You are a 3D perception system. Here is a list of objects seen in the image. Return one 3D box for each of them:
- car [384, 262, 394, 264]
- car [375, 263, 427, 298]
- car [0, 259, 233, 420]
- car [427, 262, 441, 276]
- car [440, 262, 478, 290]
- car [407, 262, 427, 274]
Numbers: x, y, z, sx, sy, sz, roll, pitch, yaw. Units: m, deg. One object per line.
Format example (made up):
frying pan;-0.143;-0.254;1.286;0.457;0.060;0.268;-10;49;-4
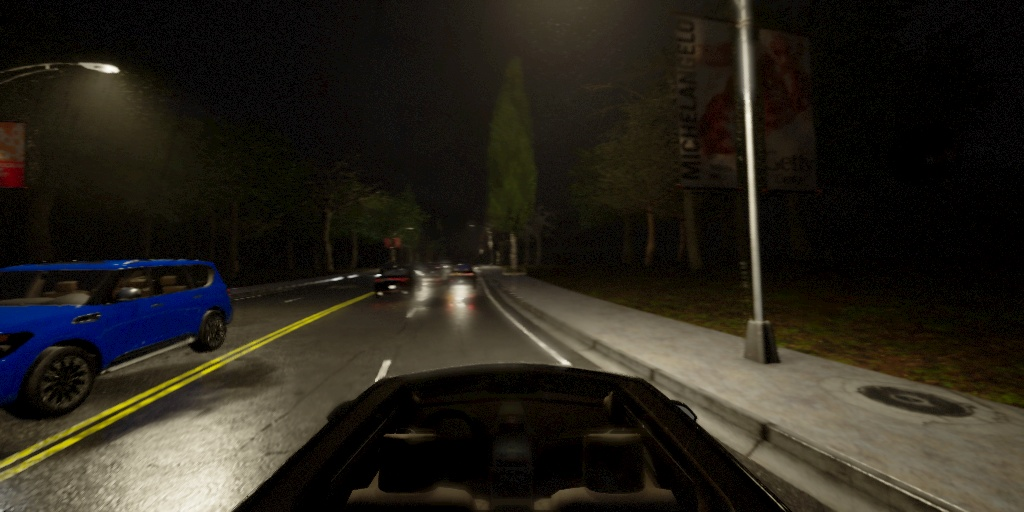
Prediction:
car;-15.878;1.587;46.751;1.837;1.490;4.892;-1;-1;-6
car;-5.991;1.326;19.412;1.882;1.535;5.008;-1;0;-8
car;-7.250;1.084;6.175;2.150;2.045;5.566;-1;0;-12
car;-8.198;1.405;38.162;2.128;1.511;4.902;-1;0;-6
car;-3.231;1.288;23.243;2.128;1.511;4.902;-1;0;-7
car;-12.841;1.589;48.855;1.994;1.385;4.181;-1;0;-6
